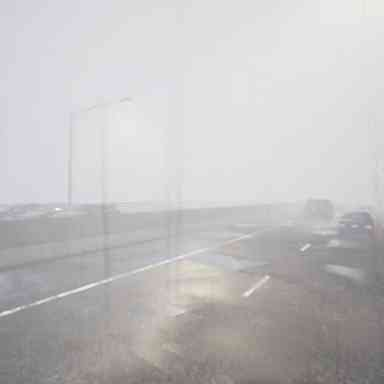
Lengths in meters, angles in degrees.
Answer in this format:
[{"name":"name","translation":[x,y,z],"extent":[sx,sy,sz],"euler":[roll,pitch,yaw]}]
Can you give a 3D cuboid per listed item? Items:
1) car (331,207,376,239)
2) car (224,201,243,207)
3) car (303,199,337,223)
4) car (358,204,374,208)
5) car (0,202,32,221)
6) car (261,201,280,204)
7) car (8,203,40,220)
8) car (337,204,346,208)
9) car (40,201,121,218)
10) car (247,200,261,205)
[{"name":"car","translation":[9.716,1.873,19.633],"extent":[2.033,1.411,5.357],"euler":[1,-1,28]},{"name":"car","translation":[7.490,2.268,59.604],"extent":[1.895,1.301,4.718],"euler":[1,-1,30]},{"name":"car","translation":[11.865,1.684,30.981],"extent":[2.150,2.045,5.566],"euler":[1,0,29]},{"name":"car","translation":[22.894,2.328,43.792],"extent":[1.994,1.385,4.181],"euler":[1,-1,29]},{"name":"car","translation":[-12.167,1.509,23.615],"extent":[1.837,1.490,4.892],"euler":[1,-1,28]},{"name":"car","translation":[14.129,2.300,57.140],"extent":[2.033,1.411,5.357],"euler":[1,-1,30]},{"name":"car","translation":[-9.206,1.600,21.726],"extent":[1.994,1.385,4.181],"euler":[1,-1,28]},{"name":"car","translation":[21.410,2.386,48.328],"extent":[1.895,1.301,4.718],"euler":[1,-1,29]},{"name":"car","translation":[-6.234,1.420,19.856],"extent":[2.097,1.767,4.553],"euler":[1,-1,28]},{"name":"car","translation":[11.175,2.226,59.013],"extent":[1.837,1.490,4.892],"euler":[1,0,30]}]
